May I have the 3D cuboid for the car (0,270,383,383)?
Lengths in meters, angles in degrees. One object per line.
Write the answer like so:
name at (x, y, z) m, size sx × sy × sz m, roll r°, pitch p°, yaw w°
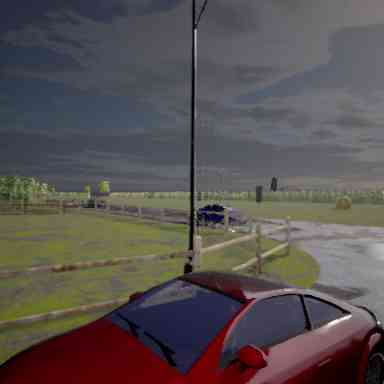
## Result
car at (0.224, 1.588, 3.339) m, size 4.181 × 1.385 × 1.994 m, roll 1°, pitch 0°, yaw -37°

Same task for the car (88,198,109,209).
car at (-13.453, 1.576, 47.698) m, size 2.128 × 1.511 × 4.902 m, roll 0°, pitch 0°, yaw -35°

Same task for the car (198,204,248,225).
car at (2.255, 1.680, 25.535) m, size 1.812 × 1.442 × 4.674 m, roll 0°, pitch 0°, yaw -35°
